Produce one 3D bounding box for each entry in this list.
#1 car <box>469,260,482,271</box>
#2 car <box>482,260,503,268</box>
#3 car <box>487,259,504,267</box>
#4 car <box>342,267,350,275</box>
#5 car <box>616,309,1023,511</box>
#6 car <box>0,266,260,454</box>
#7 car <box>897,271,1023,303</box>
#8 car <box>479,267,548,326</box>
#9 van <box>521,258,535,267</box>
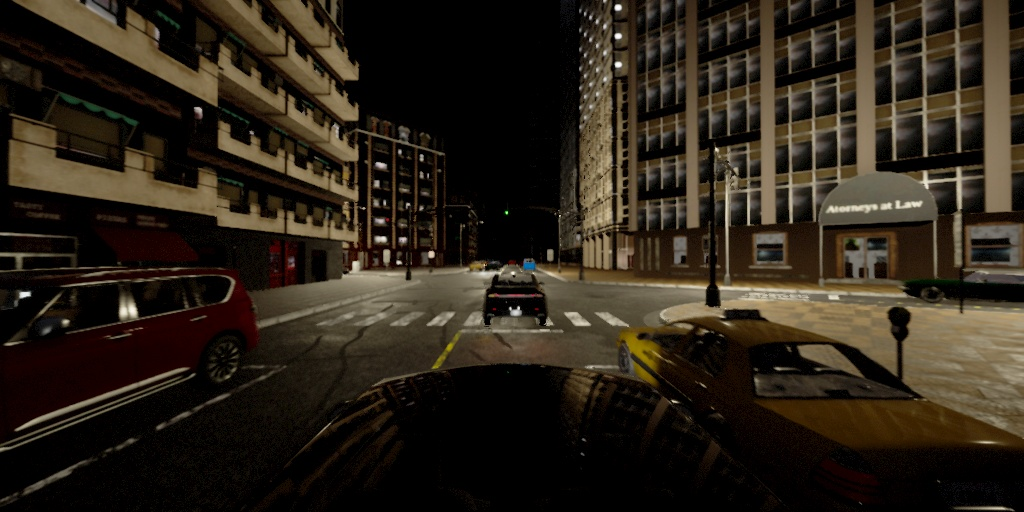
[{"bbox_3d":[-5.310,1.489,52.934,1.751,1.417,4.829,0,0,0],"label":"car"},{"bbox_3d":[-2.812,1.560,52.195,1.895,1.301,4.718,0,0,2],"label":"car"},{"bbox_3d":[-2.777,1.576,61.948,1.994,1.385,4.181,0,0,0],"label":"car"},{"bbox_3d":[-22.294,1.638,44.761,5.357,1.411,2.033,-1,-1,41],"label":"car"},{"bbox_3d":[2.566,1.283,4.280,1.751,1.417,4.829,0,0,0],"label":"car"},{"bbox_3d":[-5.314,1.072,4.104,2.192,1.841,5.009,0,0,0],"label":"car"},{"bbox_3d":[18.310,1.225,13.827,4.718,1.301,1.895,-1,-1,41],"label":"car"},{"bbox_3d":[0.075,1.276,11.828,2.128,1.511,4.902,0,0,-1],"label":"car"},{"bbox_3d":[2.571,1.305,53.102,1.690,1.789,3.998,0,0,0],"label":"van"}]
